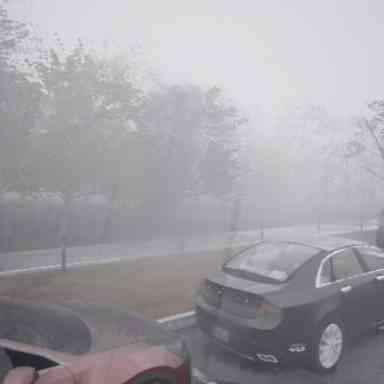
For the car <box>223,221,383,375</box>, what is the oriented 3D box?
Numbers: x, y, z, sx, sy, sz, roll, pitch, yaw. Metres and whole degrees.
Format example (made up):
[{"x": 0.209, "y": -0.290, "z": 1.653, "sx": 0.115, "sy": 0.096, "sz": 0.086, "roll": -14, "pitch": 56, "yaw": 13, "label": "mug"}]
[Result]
[{"x": 2.285, "y": 1.488, "z": 5.684, "sx": 4.892, "sy": 1.521, "sz": 2.231, "roll": -1, "pitch": 0, "yaw": -37, "label": "car"}]

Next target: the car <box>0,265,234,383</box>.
[{"x": -2.205, "y": 1.508, "z": 2.488, "sx": 4.792, "sy": 1.488, "sz": 2.163, "roll": -1, "pitch": 0, "yaw": -37, "label": "car"}]

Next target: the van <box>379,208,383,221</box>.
[{"x": 6.919, "y": 1.294, "z": 8.977, "sx": 4.442, "sy": 1.987, "sz": 1.878, "roll": 0, "pitch": 0, "yaw": -33, "label": "van"}]
